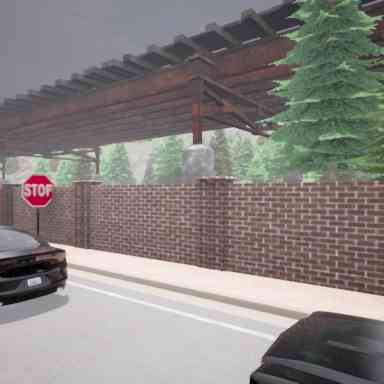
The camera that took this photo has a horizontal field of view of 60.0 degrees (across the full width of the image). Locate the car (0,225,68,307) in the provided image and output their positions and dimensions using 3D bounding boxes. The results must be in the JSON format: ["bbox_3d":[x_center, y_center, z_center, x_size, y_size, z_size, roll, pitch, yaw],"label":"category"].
[{"bbox_3d":[-4.862,1.477,7.512,5.008,1.535,1.882,0,0,36],"label":"car"}]

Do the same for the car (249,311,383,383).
[{"bbox_3d":[2.696,1.601,2.022,4.718,1.301,1.895,0,0,36],"label":"car"}]
